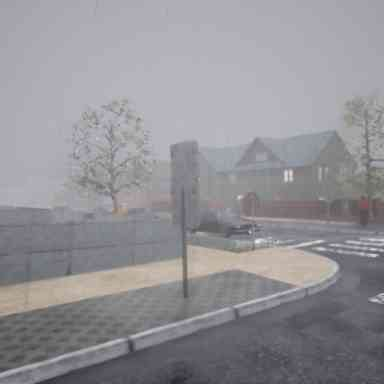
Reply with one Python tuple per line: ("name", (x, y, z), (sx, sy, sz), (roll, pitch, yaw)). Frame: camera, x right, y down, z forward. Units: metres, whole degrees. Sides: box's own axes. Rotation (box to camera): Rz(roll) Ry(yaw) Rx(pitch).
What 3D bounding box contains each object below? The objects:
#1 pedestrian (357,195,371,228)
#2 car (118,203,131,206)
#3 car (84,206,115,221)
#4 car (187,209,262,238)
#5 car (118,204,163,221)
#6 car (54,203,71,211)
("pedestrian", (9.325, 1.002, 18.112), (0.375, 1.860, 0.375), (-4, 2, -36))
("car", (-7.376, 2.009, 36.409), (1.882, 1.535, 5.008), (-2, 0, -36))
("car", (-9.845, 2.184, 34.817), (1.994, 1.385, 4.181), (-2, 0, -35))
("car", (1.427, 1.707, 19.091), (2.033, 1.411, 5.357), (-2, 0, -36))
("car", (-4.038, 1.947, 26.710), (1.994, 1.385, 4.181), (-2, 0, -36))
("car", (-22.334, 2.622, 57.253), (1.882, 1.535, 5.008), (-2, 0, -36))
